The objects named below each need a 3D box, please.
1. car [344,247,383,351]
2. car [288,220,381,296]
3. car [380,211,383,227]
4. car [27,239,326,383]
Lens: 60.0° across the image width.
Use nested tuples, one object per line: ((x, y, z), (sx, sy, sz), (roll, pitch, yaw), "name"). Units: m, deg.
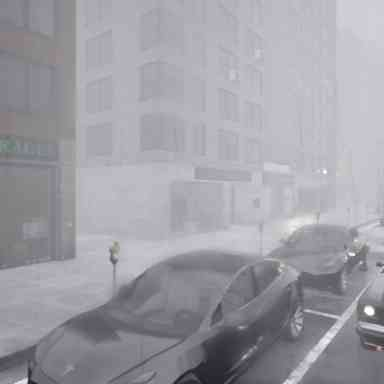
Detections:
((4.138, 1.601, 5.502), (1.895, 1.301, 4.718), (0, 0, 38), "car")
((3.496, 1.566, 8.866), (1.947, 1.339, 4.313), (0, 0, 38), "car")
((13.599, 1.582, 22.007), (1.802, 1.307, 4.206), (0, 0, 38), "car")
((0.129, 1.566, 4.486), (1.947, 1.339, 4.313), (0, 0, 38), "car")
